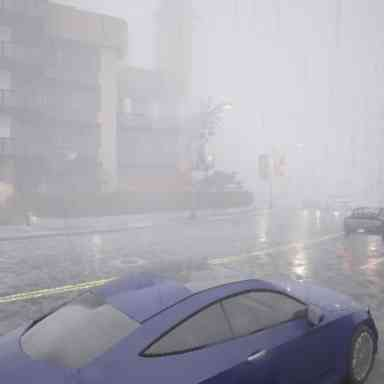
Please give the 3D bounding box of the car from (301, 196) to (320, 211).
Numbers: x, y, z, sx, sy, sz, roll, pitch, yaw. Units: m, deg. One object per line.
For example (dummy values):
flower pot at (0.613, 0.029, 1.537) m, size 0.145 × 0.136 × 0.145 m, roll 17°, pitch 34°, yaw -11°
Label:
car at (14.563, 1.503, 40.980) m, size 1.812 × 1.442 × 4.674 m, roll 0°, pitch 0°, yaw 14°

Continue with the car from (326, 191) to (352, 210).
car at (18.352, 1.206, 41.699) m, size 2.150 × 2.045 × 5.566 m, roll 0°, pitch 0°, yaw 11°

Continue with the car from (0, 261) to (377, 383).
car at (0.208, 1.523, 3.590) m, size 4.674 × 1.442 × 1.812 m, roll 0°, pitch 0°, yaw -38°

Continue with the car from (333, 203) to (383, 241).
car at (9.092, 1.486, 16.651) m, size 2.128 × 1.511 × 4.902 m, roll 0°, pitch 0°, yaw 40°
